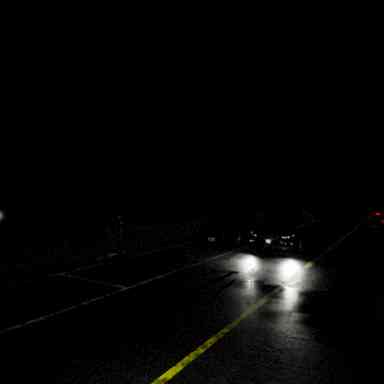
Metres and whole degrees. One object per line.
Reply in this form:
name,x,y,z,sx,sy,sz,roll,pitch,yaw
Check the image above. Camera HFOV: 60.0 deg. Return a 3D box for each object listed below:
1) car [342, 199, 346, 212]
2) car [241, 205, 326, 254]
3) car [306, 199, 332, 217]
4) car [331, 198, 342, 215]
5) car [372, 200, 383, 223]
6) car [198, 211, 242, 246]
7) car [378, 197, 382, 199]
car,16.735,1.442,38.781,1.967,1.590,4.097,0,0,32
car,3.992,1.505,13.839,1.837,1.490,4.892,0,0,32
car,10.827,1.583,29.443,1.802,1.307,4.206,0,0,32
car,13.781,1.567,34.112,1.947,1.339,4.313,0,0,32
car,14.566,1.549,24.570,2.033,1.411,5.357,0,0,32
car,1.965,1.566,15.436,1.947,1.339,4.313,0,0,32
car,20.105,1.527,33.506,1.812,1.442,4.674,0,0,32
